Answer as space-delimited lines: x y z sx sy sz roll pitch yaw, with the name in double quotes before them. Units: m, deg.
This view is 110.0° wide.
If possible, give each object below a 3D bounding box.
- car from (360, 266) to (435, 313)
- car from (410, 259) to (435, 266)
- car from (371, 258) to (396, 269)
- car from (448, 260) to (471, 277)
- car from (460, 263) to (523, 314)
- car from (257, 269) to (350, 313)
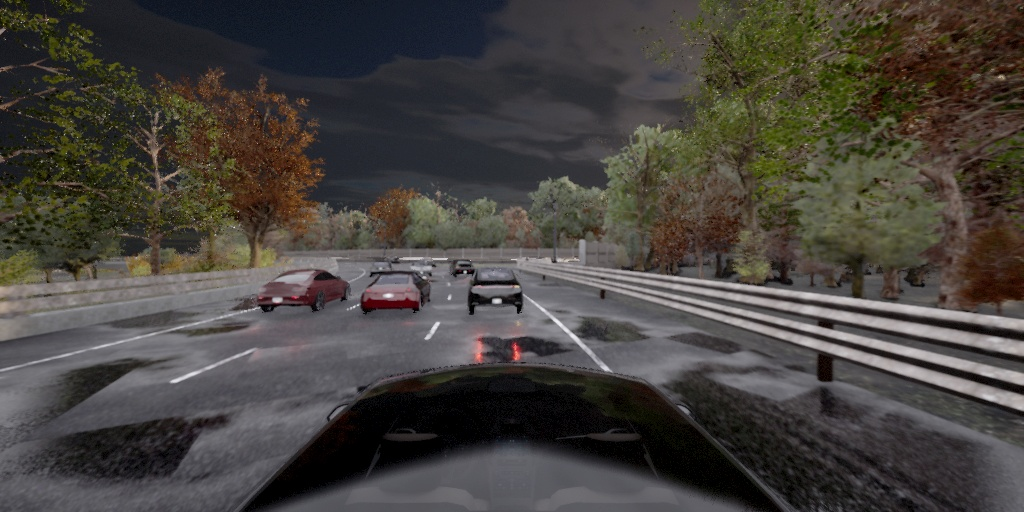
"car" -4.277 1.256 13.716 1.994 1.385 4.181 0 0 -7
"car" -8.727 1.189 34.098 1.895 1.301 4.718 0 0 -17
"car" -12.058 1.148 33.177 2.033 1.411 5.357 0 0 -18
"car" -4.611 1.094 32.485 1.837 1.490 4.892 0 0 -16
"car" -0.713 1.177 13.577 2.128 1.511 4.902 0 0 -6
"car" -7.785 1.225 13.762 1.812 1.442 4.674 0 0 -7
